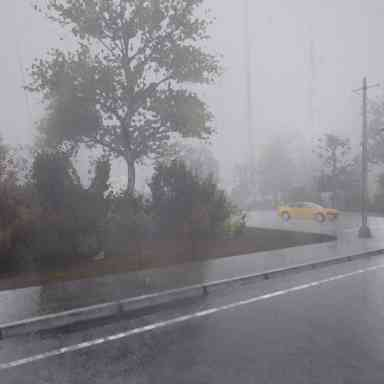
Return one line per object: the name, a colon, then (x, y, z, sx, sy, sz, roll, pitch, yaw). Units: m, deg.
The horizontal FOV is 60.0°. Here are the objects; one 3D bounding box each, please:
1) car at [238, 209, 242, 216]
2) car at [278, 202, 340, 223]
car: (2.976, 1.584, 34.329, 2.097, 1.767, 4.553, 0, -1, -43)
car: (9.308, 1.566, 26.838, 1.882, 1.535, 5.008, 0, -1, -39)
